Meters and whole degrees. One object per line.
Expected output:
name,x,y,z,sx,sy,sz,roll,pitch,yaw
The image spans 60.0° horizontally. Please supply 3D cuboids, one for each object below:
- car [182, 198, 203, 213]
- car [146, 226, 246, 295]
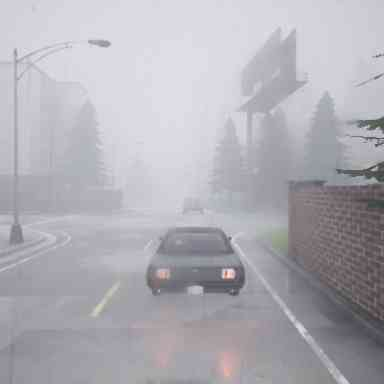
car,0.038,1.240,31.966,2.033,1.411,5.357,0,1,-2
car,0.082,1.519,8.411,1.895,1.301,4.718,0,1,0
